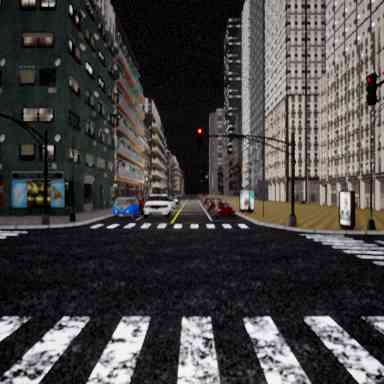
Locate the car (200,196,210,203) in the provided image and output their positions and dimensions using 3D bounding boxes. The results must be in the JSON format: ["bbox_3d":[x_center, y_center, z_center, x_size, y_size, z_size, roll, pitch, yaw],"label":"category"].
[{"bbox_3d":[2.799,1.545,72.811,1.887,1.381,4.507,0,0,0],"label":"car"}]

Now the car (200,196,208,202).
[{"bbox_3d":[2.806,1.585,78.339,1.802,1.307,4.206,0,0,0],"label":"car"}]

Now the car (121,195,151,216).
[{"bbox_3d":[-5.634,1.306,34.131,2.192,1.841,5.009,0,0,0],"label":"car"}]

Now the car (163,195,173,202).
[{"bbox_3d":[-5.573,1.443,78.351,1.967,1.590,4.097,0,0,0],"label":"car"}]

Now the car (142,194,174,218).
[{"bbox_3d":[-3.061,1.213,30.440,2.150,2.045,5.566,0,0,-1],"label":"car"}]

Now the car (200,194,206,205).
[{"bbox_3d":[2.777,1.433,56.228,1.967,1.590,4.097,0,0,0],"label":"car"}]

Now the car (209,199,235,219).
[{"bbox_3d":[2.737,1.574,28.590,1.802,1.307,4.206,0,0,0],"label":"car"}]

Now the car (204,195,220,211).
[{"bbox_3d":[2.754,1.431,39.646,1.967,1.590,4.097,0,0,0],"label":"car"}]

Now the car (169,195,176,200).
[{"bbox_3d":[-5.551,1.581,94.934,1.947,1.339,4.313,0,0,0],"label":"car"}]

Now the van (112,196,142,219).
[{"bbox_3d":[-5.642,1.333,28.603,1.690,1.788,3.998,0,0,0],"label":"van"}]

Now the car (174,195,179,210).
[{"bbox_3d":[-3.031,1.517,41.927,1.812,1.442,4.674,0,0,0],"label":"car"}]

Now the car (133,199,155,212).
[{"bbox_3d":[-5.628,1.536,39.659,1.887,1.381,4.507,0,0,0],"label":"car"}]

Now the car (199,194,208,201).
[{"bbox_3d":[2.816,1.321,83.866,2.192,1.841,5.009,0,0,0],"label":"car"}]
